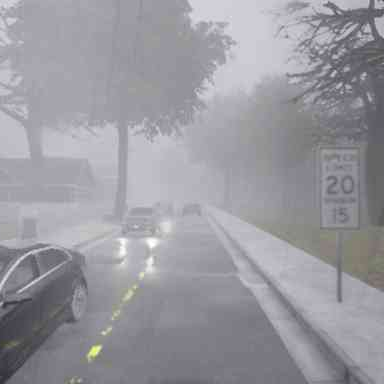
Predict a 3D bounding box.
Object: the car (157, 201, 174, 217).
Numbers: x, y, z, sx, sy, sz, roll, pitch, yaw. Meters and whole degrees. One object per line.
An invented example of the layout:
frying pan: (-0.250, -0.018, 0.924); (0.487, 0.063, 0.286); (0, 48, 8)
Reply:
car: (-2.832, 1.683, 33.356); (2.128, 1.511, 4.902); (0, -1, 1)

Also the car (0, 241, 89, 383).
car: (-2.854, 1.502, 4.406); (2.128, 1.511, 4.902); (0, 0, 0)

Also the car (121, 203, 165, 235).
car: (-2.866, 1.589, 19.490); (1.837, 1.490, 4.892); (0, -1, 0)

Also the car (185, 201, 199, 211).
car: (-0.028, 1.902, 46.511); (1.895, 1.301, 4.718); (0, 0, 0)

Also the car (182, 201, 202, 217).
car: (-0.031, 1.692, 34.452); (2.128, 1.511, 4.902); (0, 0, 0)
